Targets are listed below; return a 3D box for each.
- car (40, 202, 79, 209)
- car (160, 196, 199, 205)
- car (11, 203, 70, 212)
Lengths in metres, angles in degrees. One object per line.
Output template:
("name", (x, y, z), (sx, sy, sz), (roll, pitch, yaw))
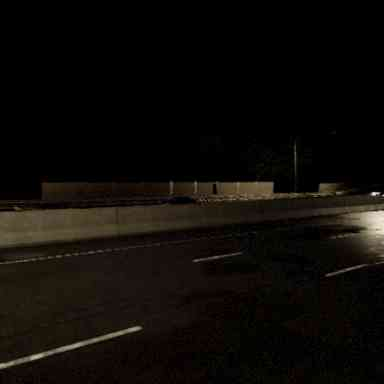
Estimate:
("car", (-10.025, 1.448, 22.634), (4.674, 1.442, 1.812), (-1, 1, -35))
("car", (-1.402, 1.205, 37.349), (4.674, 1.442, 1.812), (-1, 1, -35))
("car", (-9.670, 1.557, 18.592), (4.718, 1.301, 1.895), (-1, 1, -35))
